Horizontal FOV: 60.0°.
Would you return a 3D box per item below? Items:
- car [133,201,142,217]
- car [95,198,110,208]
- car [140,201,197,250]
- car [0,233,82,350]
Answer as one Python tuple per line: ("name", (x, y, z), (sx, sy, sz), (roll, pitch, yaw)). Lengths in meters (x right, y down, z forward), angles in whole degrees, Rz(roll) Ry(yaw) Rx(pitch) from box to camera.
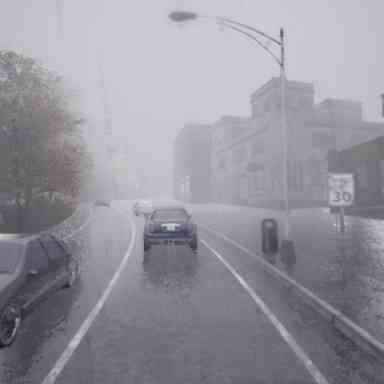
("car", (-4.706, 1.594, 32.429), (1.812, 1.442, 4.674), (1, 0, -15))
("car", (-12.547, 1.483, 46.527), (1.994, 1.385, 4.181), (1, 0, -17))
("car", (-1.052, 1.393, 14.653), (2.097, 1.767, 4.553), (0, 0, -7))
("car", (-3.629, 1.555, 6.441), (2.033, 1.411, 5.357), (0, 0, -4))
